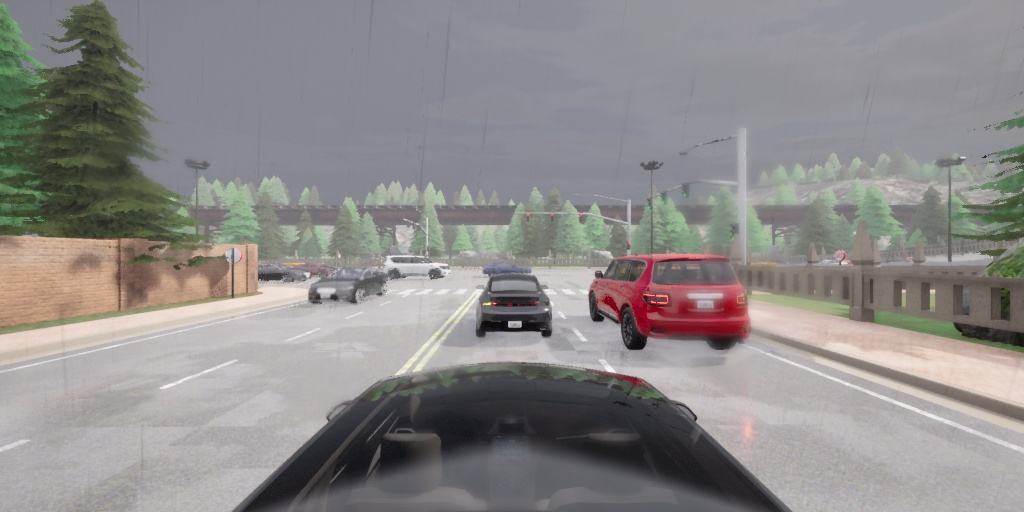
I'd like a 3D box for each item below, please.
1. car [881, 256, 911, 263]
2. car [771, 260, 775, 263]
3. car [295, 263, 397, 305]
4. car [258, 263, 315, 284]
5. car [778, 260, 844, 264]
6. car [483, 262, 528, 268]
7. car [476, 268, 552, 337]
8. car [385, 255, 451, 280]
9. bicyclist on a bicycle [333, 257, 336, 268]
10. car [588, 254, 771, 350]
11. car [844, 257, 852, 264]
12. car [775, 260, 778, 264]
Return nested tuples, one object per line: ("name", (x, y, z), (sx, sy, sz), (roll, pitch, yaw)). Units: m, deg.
("car", (42.804, 0.891, 41.153), (4.553, 1.767, 2.097), (-2, 0, 0))
("car", (29.228, 1.242, 44.585), (4.902, 1.511, 2.128), (0, 0, 0))
("car", (-7.090, 1.241, 16.020), (2.128, 1.511, 4.902), (0, 0, -1))
("car", (-17.534, 1.241, 26.601), (4.902, 1.511, 2.128), (0, 0, 3))
("car", (34.171, 1.287, 41.111), (5.357, 1.411, 2.033), (0, 0, 0))
("car", (-0.458, 1.276, 33.815), (4.674, 1.442, 1.812), (0, 0, 0))
("car", (0.019, 1.255, 10.296), (1.837, 1.490, 4.892), (0, 0, -1))
("car", (-8.043, 0.971, 30.296), (5.566, 2.045, 2.150), (0, 0, 0))
("bicyclist on a bicycle", (-27.422, 1.051, 55.746), (0.582, 1.620, 1.656), (0, 0, 0))
("car", (3.516, 0.971, 9.196), (2.150, 2.045, 5.566), (0, 0, 0))
("car", (39.210, 1.183, 44.638), (4.674, 1.442, 1.812), (-1, 0, 0))
("car", (34.745, 1.240, 48.111), (4.892, 1.490, 1.837), (0, 0, 0))
